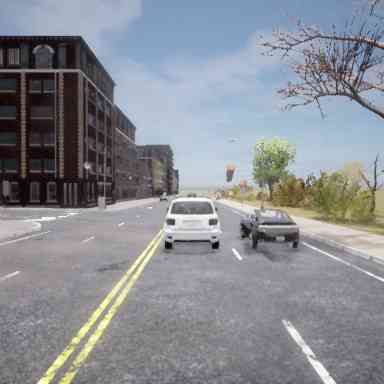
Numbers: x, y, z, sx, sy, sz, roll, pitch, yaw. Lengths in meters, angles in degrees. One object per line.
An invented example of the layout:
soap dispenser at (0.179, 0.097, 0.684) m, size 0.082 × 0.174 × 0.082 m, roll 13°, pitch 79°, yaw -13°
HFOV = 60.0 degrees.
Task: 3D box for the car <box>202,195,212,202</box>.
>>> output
car at (3.252, 1.394, 72.784) m, size 1.882 × 1.535 × 5.008 m, roll 0°, pitch 0°, yaw 0°

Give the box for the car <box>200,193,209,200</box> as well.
car at (3.251, 1.203, 86.090) m, size 2.097 × 1.767 × 4.553 m, roll 0°, pitch 0°, yaw 0°

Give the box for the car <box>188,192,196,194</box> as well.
car at (0.002, 1.123, 72.398) m, size 2.150 × 2.045 × 5.566 m, roll 0°, pitch 0°, yaw 0°

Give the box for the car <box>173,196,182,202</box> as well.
car at (-3.249, 1.535, 76.673) m, size 1.994 × 1.385 × 4.181 m, roll 0°, pitch 0°, yaw 0°

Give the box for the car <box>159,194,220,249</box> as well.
car at (0.001, 1.257, 14.680) m, size 2.150 × 2.045 × 5.566 m, roll 0°, pitch 0°, yaw 0°

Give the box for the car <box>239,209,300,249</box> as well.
car at (3.251, 1.494, 14.650) m, size 2.128 × 1.511 × 4.902 m, roll 0°, pitch 0°, yaw 0°
